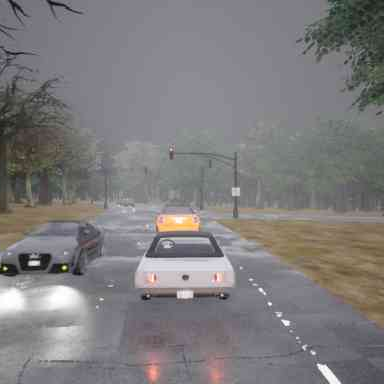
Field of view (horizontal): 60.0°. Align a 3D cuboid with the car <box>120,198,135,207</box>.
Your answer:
[{"bbox_3d":[-10.818,1.843,56.647,1.837,1.490,4.892,0,-1,-14],"label":"car"}]

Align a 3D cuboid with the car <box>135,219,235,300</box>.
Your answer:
[{"bbox_3d":[-0.202,1.605,8.352,1.895,1.301,4.718,0,0,-2],"label":"car"}]

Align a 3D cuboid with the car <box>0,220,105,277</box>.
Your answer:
[{"bbox_3d":[-3.980,1.568,10.179,1.994,1.385,4.181,0,0,-3],"label":"car"}]

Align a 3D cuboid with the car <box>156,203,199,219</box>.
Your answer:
[{"bbox_3d":[-0.775,1.361,17.324,2.097,1.767,4.553,0,0,-4],"label":"car"}]

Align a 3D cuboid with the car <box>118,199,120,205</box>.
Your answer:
[{"bbox_3d":[-13.044,2.010,65.396,1.812,1.442,4.674,0,-1,-15],"label":"car"}]
